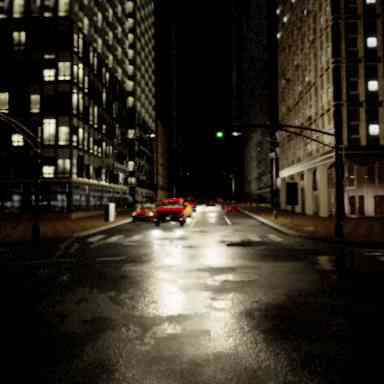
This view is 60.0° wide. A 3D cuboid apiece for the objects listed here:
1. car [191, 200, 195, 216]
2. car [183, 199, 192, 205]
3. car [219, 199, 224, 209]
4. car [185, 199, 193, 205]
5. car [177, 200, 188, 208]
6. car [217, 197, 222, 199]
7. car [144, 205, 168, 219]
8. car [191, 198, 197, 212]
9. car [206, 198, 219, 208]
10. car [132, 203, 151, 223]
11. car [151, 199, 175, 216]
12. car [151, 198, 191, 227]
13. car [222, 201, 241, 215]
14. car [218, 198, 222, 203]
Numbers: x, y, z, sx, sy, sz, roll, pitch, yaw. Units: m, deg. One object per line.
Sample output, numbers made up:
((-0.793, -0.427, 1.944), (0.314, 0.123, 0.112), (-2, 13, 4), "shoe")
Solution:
((-1.018, 1.947, 36.984), (1.882, 1.535, 5.008), (-1, -1, 3), "car")
((-1.043, 2.617, 85.041), (2.008, 1.369, 4.403), (1, -1, 3), "car")
((5.561, 2.110, 51.433), (1.752, 1.417, 4.829), (0, -1, 3), "car")
((-0.748, 2.699, 90.608), (1.947, 1.339, 4.313), (1, -1, 3), "car")
((-1.932, 2.412, 68.340), (1.887, 1.381, 4.507), (1, -1, 3), "car")
((7.625, 2.591, 90.245), (1.887, 1.381, 4.507), (0, -1, 3), "car")
((-3.709, 2.052, 34.939), (1.802, 1.307, 4.206), (1, -1, 3), "car")
((-0.456, 1.815, 47.471), (2.150, 2.045, 5.566), (-1, -1, 3), "car")
((3.709, 2.329, 65.878), (2.033, 1.411, 5.357), (-1, -1, 3), "car")
((-4.003, 1.844, 29.373), (1.967, 1.590, 4.097), (1, -1, 3), "car")
((-3.410, 1.851, 40.509), (2.192, 1.841, 5.009), (1, -1, 3), "car")
((-1.570, 1.567, 26.576), (2.150, 2.045, 5.566), (-1, -1, 3), "car")
((4.959, 2.032, 40.123), (1.802, 1.307, 4.206), (0, -1, 3), "car")
((5.848, 2.214, 56.832), (1.947, 1.339, 4.313), (0, -1, 3), "car")
